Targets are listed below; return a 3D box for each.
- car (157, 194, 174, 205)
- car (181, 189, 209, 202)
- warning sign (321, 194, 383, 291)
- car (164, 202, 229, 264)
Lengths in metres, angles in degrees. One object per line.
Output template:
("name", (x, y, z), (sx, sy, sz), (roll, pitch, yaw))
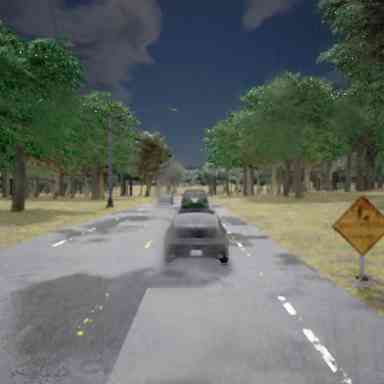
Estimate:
("car", (-3.353, 0.946, 43.262), (2.033, 1.411, 5.357), (0, 0, 0))
("car", (0.240, 0.765, 27.901), (2.150, 2.045, 5.566), (0, 1, 1))
("warning sign", (3.575, 0.981, 7.008), (1.300, 1.860, 1.060), (-1, 0, 0))
("car", (0.136, 1.298, 11.005), (1.837, 1.490, 4.892), (0, 1, 1))
